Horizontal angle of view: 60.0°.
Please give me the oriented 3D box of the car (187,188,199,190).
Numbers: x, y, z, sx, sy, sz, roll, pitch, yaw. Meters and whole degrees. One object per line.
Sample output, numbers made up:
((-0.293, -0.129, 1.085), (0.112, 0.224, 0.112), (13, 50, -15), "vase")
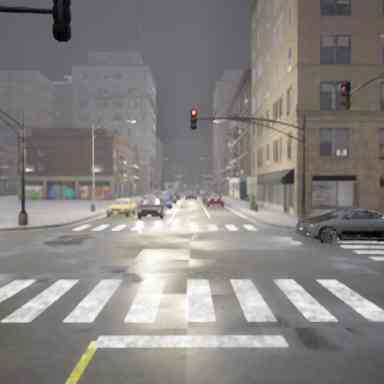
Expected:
((-0.187, 0.183, 66.392), (2.150, 2.045, 5.566), (0, 1, 0), "car")

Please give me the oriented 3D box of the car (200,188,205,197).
((2.516, 0.636, 43.272), (2.192, 1.841, 5.009), (0, 1, 0), "car")

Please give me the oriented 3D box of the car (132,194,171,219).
((-2.903, 1.155, 24.933), (2.033, 1.411, 5.357), (0, 1, -1), "car")

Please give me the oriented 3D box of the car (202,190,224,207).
((2.532, 0.849, 37.613), (1.967, 1.590, 4.097), (0, 1, 0), "car")

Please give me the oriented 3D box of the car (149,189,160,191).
((-5.525, 0.549, 48.911), (2.192, 1.841, 5.009), (0, 1, 0), "car")

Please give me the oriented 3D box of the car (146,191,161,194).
((-5.509, 0.872, 43.253), (2.008, 1.369, 4.403), (0, 1, 0), "car")

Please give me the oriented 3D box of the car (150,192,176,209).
((-2.933, 0.988, 34.237), (1.812, 1.442, 4.674), (0, 1, 0), "car")

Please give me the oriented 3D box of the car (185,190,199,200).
((-0.158, 0.722, 56.097), (1.895, 1.301, 4.718), (0, 1, 0), "car")

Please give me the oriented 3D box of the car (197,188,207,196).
((2.404, 0.020, 82.900), (2.192, 1.841, 5.009), (0, 1, 0), "car")

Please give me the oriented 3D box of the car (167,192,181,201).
((-2.932, 0.737, 55.186), (1.895, 1.301, 4.718), (0, 1, 0), "car")

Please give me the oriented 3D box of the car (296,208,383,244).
((6.623, 1.377, 14.084), (4.181, 1.385, 1.994), (1, 1, 0), "car")

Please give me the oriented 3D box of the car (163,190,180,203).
((-2.903, 0.845, 44.796), (2.033, 1.411, 5.357), (0, 1, 1), "car")

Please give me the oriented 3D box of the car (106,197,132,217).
((-5.460, 1.115, 26.099), (1.752, 1.417, 4.829), (0, 1, 0), "car")

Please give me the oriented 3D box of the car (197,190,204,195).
((2.372, 0.096, 94.227), (1.947, 1.339, 4.313), (0, 1, 0), "car")
